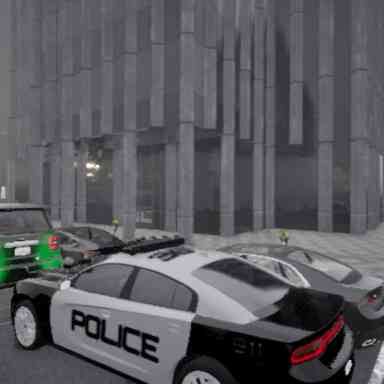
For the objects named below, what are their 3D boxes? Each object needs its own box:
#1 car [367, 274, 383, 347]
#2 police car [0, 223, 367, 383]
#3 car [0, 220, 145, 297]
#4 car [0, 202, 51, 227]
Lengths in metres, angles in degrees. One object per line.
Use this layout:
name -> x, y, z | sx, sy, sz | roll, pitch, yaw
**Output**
car -> 0.975, 1.604, 5.965 | 4.403, 1.369, 2.008 | 0, 0, 36
police car -> -0.635, 1.461, 4.683 | 5.238, 1.638, 1.930 | 0, -1, 34
car -> -3.568, 1.622, 9.308 | 4.313, 1.339, 1.947 | 0, 0, 36
car -> -5.481, 1.261, 8.133 | 5.566, 2.045, 2.150 | 0, -1, 36
